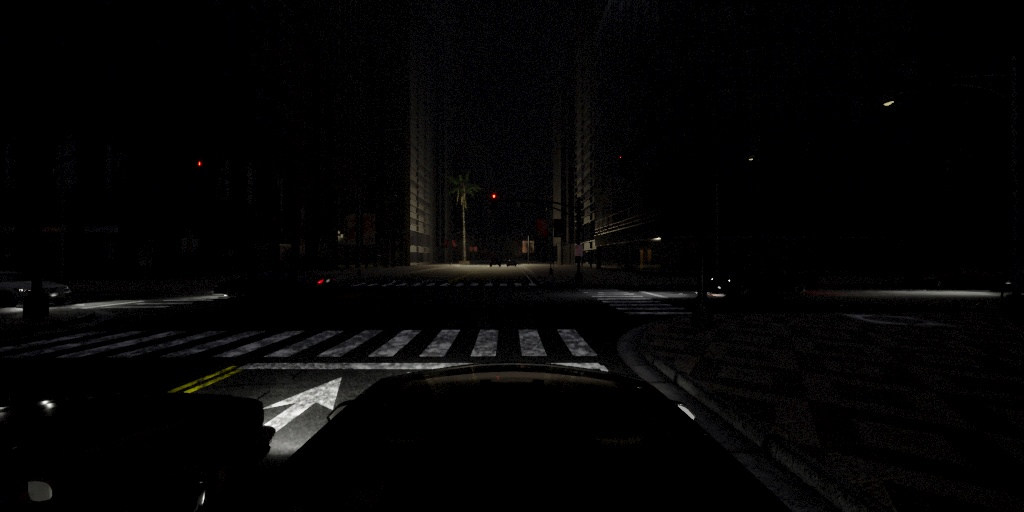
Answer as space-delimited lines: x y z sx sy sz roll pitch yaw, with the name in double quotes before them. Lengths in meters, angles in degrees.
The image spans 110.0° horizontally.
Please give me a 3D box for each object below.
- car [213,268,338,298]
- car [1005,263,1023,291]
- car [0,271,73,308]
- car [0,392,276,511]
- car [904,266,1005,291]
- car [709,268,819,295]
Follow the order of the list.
"car" -11.849 1.329 18.208 5.357 1.411 2.033 0 0 -1
"car" 28.705 1.156 19.017 4.902 1.511 2.128 0 0 -1
"car" -21.382 1.354 14.938 4.674 1.442 1.812 0 0 1
"car" -3.175 1.297 0.720 2.033 1.411 5.357 0 0 4
"car" 26.421 1.275 21.732 4.207 1.307 1.802 0 0 -1
"car" 12.991 1.316 18.749 4.718 1.301 1.895 0 0 -2
